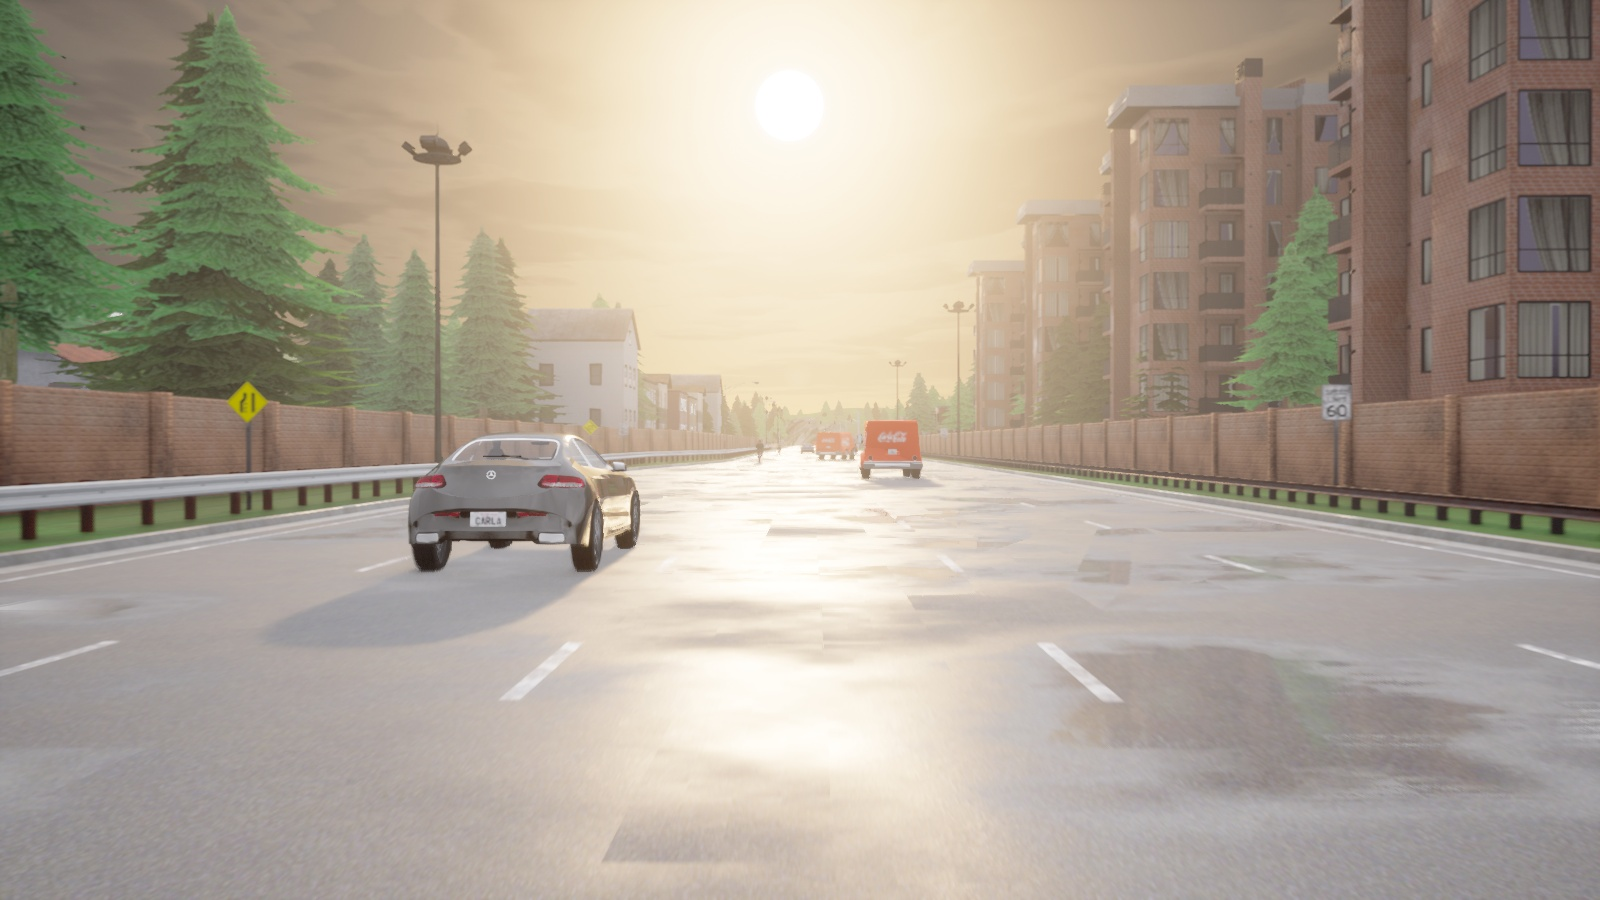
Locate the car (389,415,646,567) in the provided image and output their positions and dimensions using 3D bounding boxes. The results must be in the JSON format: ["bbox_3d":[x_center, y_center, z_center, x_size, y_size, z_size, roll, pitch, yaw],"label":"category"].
[{"bbox_3d":[-3.392,0.431,16.213,2.152,1.651,5.027,0,0,0],"label":"car"}]

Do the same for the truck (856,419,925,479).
[{"bbox_3d":[3.824,-0.042,54.166,2.627,2.467,5.204,0,0,0],"label":"truck"}]
